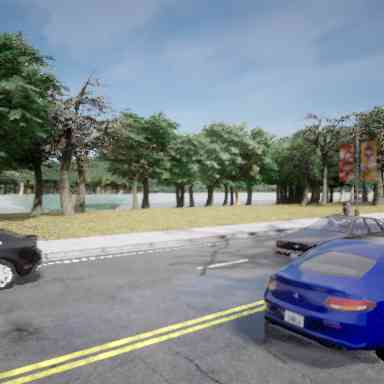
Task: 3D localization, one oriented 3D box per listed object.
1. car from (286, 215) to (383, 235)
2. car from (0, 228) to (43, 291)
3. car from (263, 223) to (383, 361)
[{"bbox_3d":[5.208,1.511,11.370,5.357,1.411,2.033,0,0,-35],"label":"car"},{"bbox_3d":[-5.992,1.508,7.394,4.892,1.490,1.837,0,0,-35],"label":"car"},{"bbox_3d":[3.225,1.505,5.748,4.674,1.442,1.812,0,0,-36],"label":"car"}]
